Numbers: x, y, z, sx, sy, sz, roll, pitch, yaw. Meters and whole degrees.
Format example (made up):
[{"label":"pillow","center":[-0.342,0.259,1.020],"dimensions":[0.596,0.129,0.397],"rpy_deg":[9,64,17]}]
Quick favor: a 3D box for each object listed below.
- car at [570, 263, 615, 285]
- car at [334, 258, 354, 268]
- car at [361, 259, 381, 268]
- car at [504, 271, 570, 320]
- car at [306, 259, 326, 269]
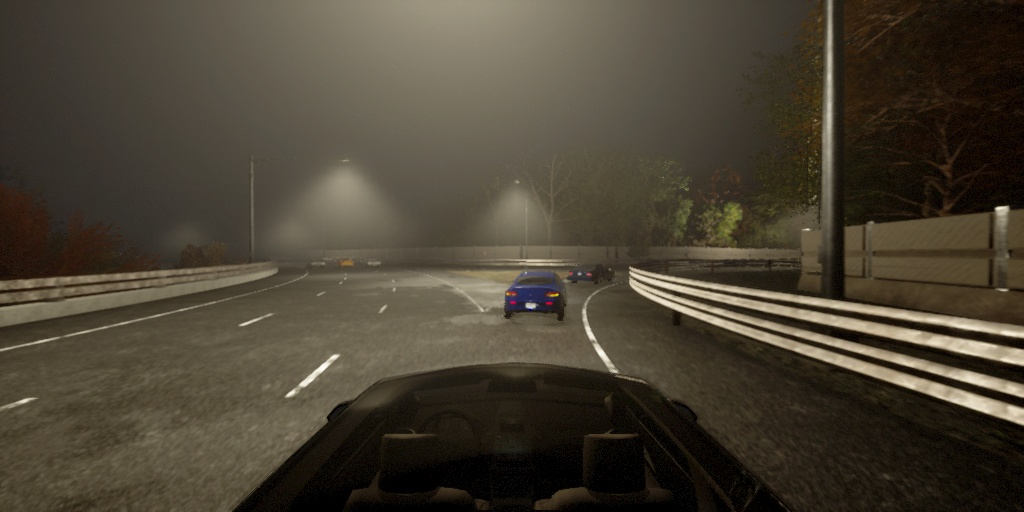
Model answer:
[{"label":"car","center":[5.572,1.184,24.847],"dimensions":[2.033,1.411,5.357],"rpy_deg":[0,0,31]},{"label":"car","center":[-24.545,0.979,52.314],"dimensions":[1.882,1.535,5.008],"rpy_deg":[0,0,-36]},{"label":"car","center":[-21.282,1.095,53.833],"dimensions":[1.895,1.301,4.718],"rpy_deg":[0,0,-35]},{"label":"car","center":[0.934,1.223,12.402],"dimensions":[1.812,1.442,4.674],"rpy_deg":[0,0,10]},{"label":"car","center":[-28.058,1.108,51.256],"dimensions":[1.895,1.301,4.718],"rpy_deg":[0,0,-37]}]
